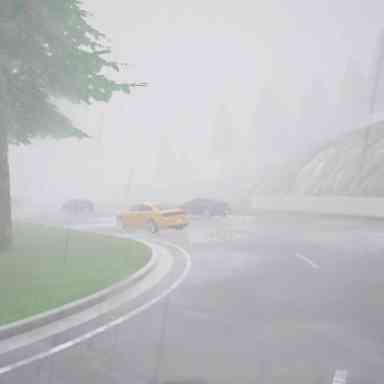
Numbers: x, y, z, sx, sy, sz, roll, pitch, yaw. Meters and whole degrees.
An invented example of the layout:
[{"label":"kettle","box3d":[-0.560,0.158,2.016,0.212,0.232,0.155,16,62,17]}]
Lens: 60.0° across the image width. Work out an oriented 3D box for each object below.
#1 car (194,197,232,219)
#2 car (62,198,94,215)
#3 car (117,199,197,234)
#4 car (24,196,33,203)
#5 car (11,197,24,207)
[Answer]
[{"label":"car","box3d":[0.752,1.153,24.941,1.837,1.490,4.892,-2,1,-43]},{"label":"car","box3d":[-11.363,1.379,32.984,1.837,1.490,4.892,-3,1,-39]},{"label":"car","box3d":[-2.277,1.301,18.168,1.882,1.535,5.008,-2,1,-42]},{"label":"car","box3d":[-33.620,1.577,67.562,1.994,1.385,4.181,-2,1,-32]},{"label":"car","box3d":[-27.705,1.580,51.445,1.837,1.490,4.892,-2,0,-32]}]
